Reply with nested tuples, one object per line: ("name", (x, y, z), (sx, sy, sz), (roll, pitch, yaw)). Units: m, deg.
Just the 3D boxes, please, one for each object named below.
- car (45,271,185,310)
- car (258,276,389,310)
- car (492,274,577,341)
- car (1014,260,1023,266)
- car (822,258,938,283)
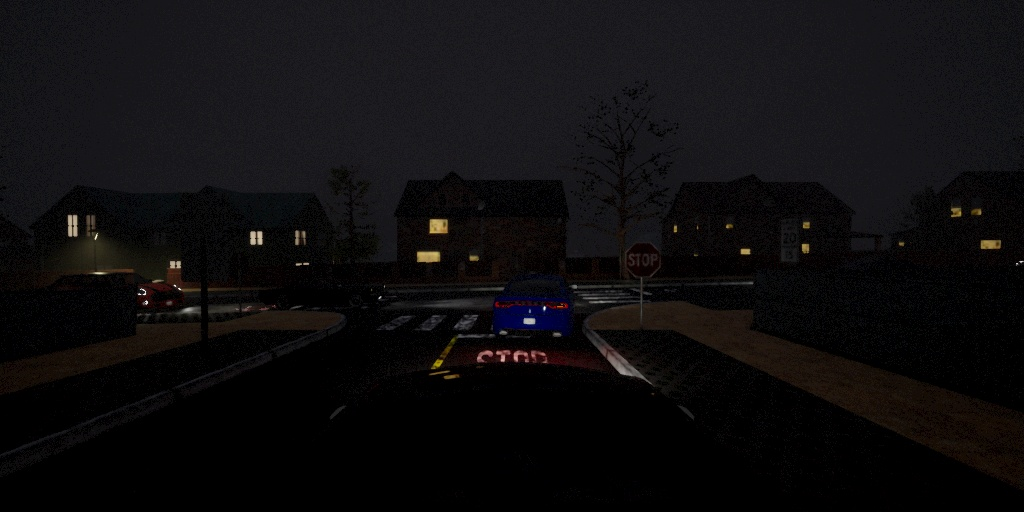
("car", (-16.802, 1.471, 15.213), (4.553, 1.767, 2.097), (-1, 1, 0))
("car", (-7.814, 1.506, 15.222), (4.718, 1.301, 1.895), (-1, 1, 0))
("car", (0.784, 1.226, 10.015), (1.882, 1.535, 5.008), (0, 0, 10))
("car", (28.717, 0.355, 18.184), (4.553, 1.767, 2.097), (-1, 1, 0))
("car", (18.312, 0.794, 18.187), (5.357, 1.411, 2.033), (-1, 1, 0))
